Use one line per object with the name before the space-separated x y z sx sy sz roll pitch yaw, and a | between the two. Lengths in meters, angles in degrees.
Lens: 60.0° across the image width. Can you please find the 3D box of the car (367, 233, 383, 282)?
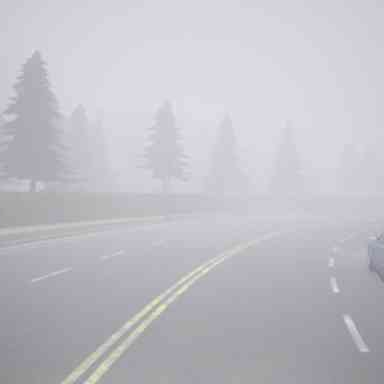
car | 5.566 1.595 8.086 1.882 1.535 5.008 1 0 20
